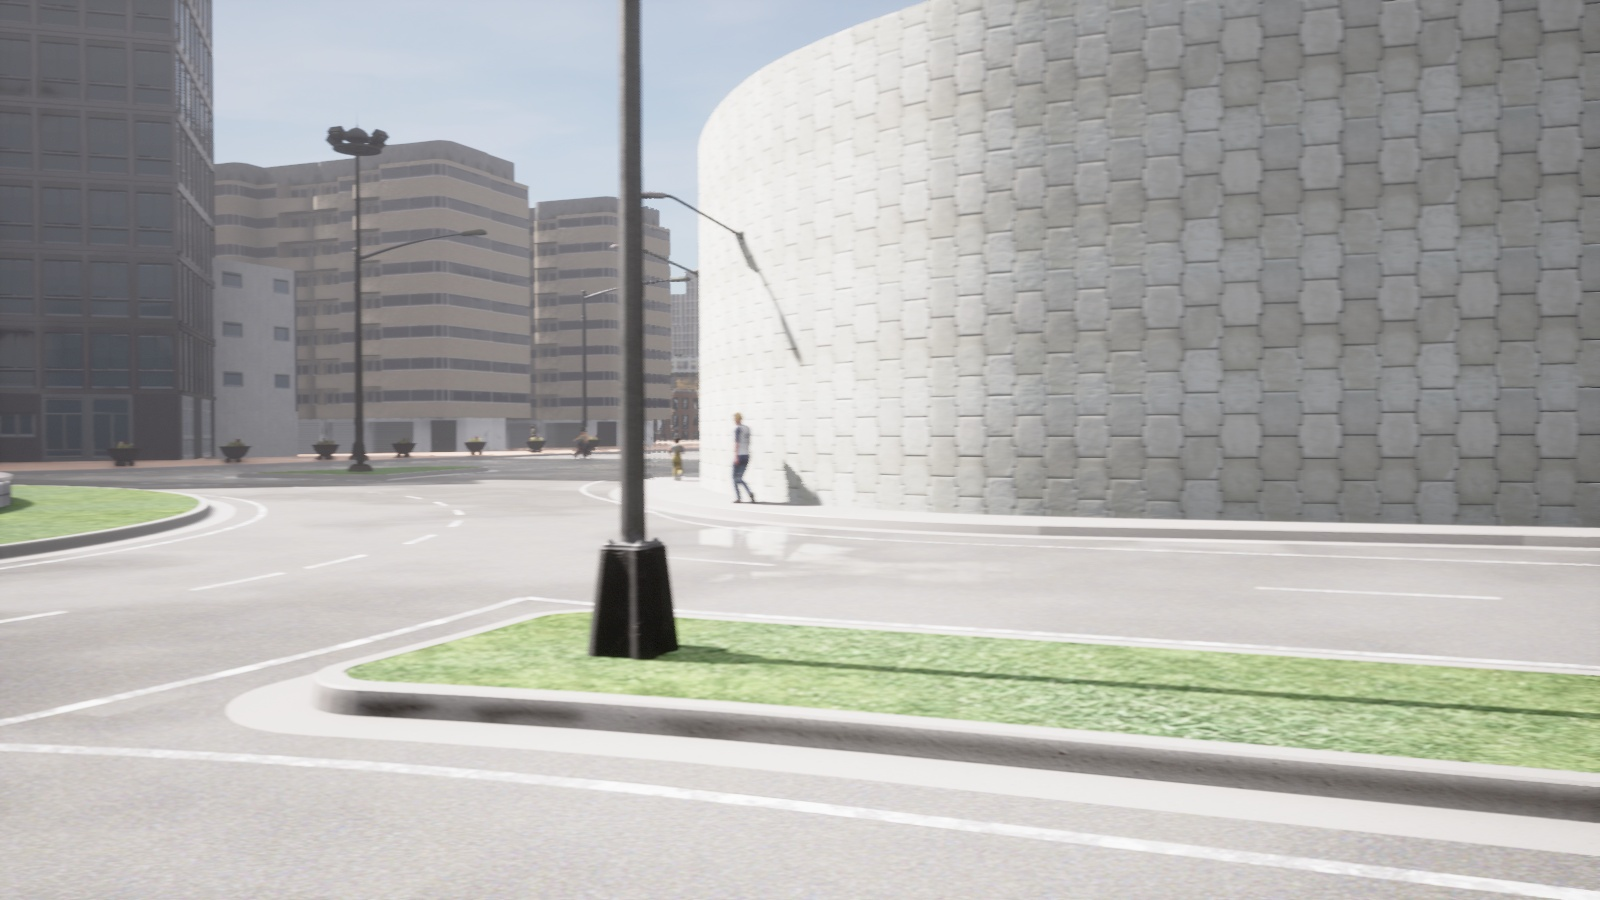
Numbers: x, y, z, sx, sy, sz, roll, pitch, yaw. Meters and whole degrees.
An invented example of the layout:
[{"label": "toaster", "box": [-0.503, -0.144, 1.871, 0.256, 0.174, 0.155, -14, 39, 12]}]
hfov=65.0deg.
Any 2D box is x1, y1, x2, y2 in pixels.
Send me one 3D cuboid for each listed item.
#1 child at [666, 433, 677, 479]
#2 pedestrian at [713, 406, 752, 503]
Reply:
[{"label": "child", "box": [-3.538, 0.172, 34.674, 0.270, 1.263, 0.437, 0, 1, -1]}, {"label": "pedestrian", "box": [-1.291, 0.077, 24.004, 0.706, 1.836, 0.354, 1, 1, 45]}]
